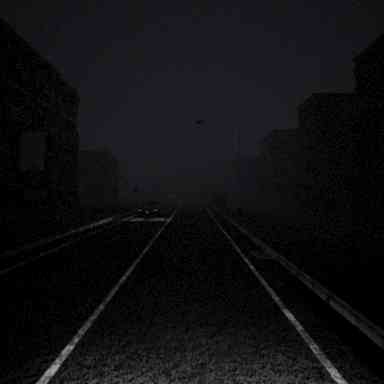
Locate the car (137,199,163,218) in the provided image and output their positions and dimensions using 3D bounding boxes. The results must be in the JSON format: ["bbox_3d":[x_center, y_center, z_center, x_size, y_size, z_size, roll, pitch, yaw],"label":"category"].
[{"bbox_3d":[-3.591,1.381,29.115,1.837,1.490,4.892,0,0,0],"label":"car"}]

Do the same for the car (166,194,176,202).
[{"bbox_3d":[-4.416,1.221,69.669,1.812,1.442,4.674,0,0,-9],"label":"car"}]
